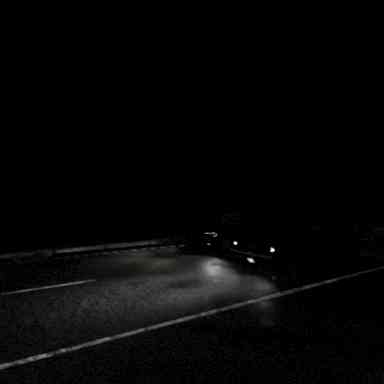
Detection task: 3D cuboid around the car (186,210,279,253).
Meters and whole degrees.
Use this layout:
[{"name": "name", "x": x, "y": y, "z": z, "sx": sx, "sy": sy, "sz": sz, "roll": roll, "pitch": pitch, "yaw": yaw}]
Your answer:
[{"name": "car", "x": 2.073, "y": 1.533, "z": 14.070, "sx": 5.008, "sy": 1.535, "sz": 1.882, "roll": 0, "pitch": 0, "yaw": -36}]

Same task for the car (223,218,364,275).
[{"name": "car", "x": 3.484, "y": 1.652, "z": 10.777, "sx": 4.718, "sy": 1.301, "sz": 1.895, "roll": 0, "pitch": 0, "yaw": -36}]
